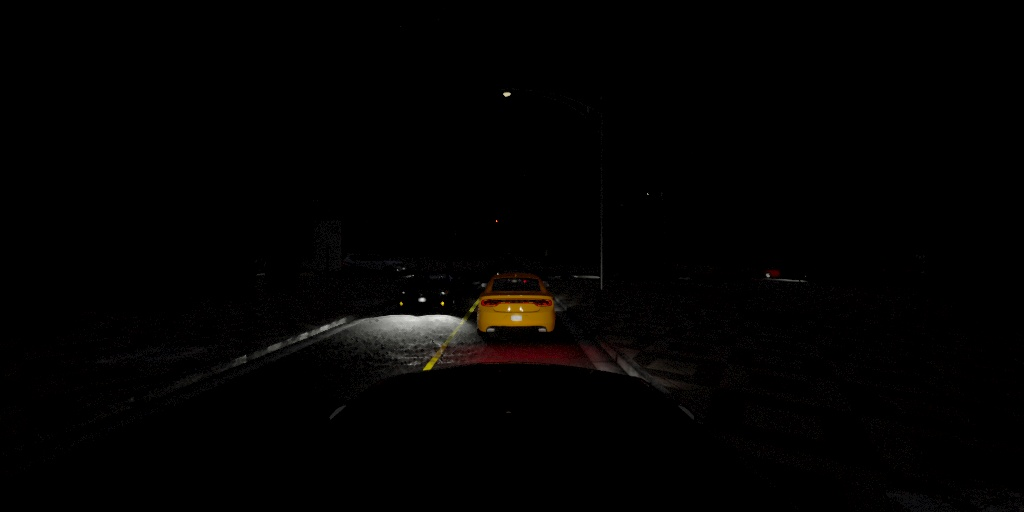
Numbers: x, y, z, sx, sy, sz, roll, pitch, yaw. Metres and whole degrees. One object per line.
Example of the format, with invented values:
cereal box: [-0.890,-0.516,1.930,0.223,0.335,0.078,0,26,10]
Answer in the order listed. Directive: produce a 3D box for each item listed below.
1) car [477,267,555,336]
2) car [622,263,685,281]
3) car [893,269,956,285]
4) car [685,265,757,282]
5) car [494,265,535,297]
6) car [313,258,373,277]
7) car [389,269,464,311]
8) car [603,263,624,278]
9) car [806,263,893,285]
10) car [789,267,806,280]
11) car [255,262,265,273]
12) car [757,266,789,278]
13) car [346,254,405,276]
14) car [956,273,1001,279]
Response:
car: [0.103,1.227,10.430,1.882,1.535,5.008,0,0,0]
car: [12.141,1.522,30.985,4.313,1.339,1.948,0,0,0]
car: [34.714,1.861,30.970,4.507,1.381,1.888,0,0,0]
car: [17.953,1.568,30.981,4.829,1.417,1.751,0,0,0]
car: [0.110,1.296,20.257,2.033,1.411,5.357,0,0,0]
car: [-14.767,1.115,30.905,4.403,1.370,2.007,0,0,0]
car: [-3.092,1.313,14.300,1.994,1.385,4.181,0,0,0]
car: [11.899,1.454,36.843,4.892,1.490,1.837,1,0,0]
car: [29.070,1.538,30.974,5.009,1.841,2.192,0,0,0]
car: [31.882,1.770,36.821,4.892,1.490,1.837,1,0,0]
car: [-25.874,0.764,33.673,4.553,1.767,2.097,1,0,0]
car: [29.083,1.763,39.499,4.507,1.381,1.888,0,0,0]
car: [-12.927,0.810,33.658,5.566,2.045,2.150,1,0,0]
car: [40.364,1.993,30.967,4.207,1.307,1.802,0,0,0]
